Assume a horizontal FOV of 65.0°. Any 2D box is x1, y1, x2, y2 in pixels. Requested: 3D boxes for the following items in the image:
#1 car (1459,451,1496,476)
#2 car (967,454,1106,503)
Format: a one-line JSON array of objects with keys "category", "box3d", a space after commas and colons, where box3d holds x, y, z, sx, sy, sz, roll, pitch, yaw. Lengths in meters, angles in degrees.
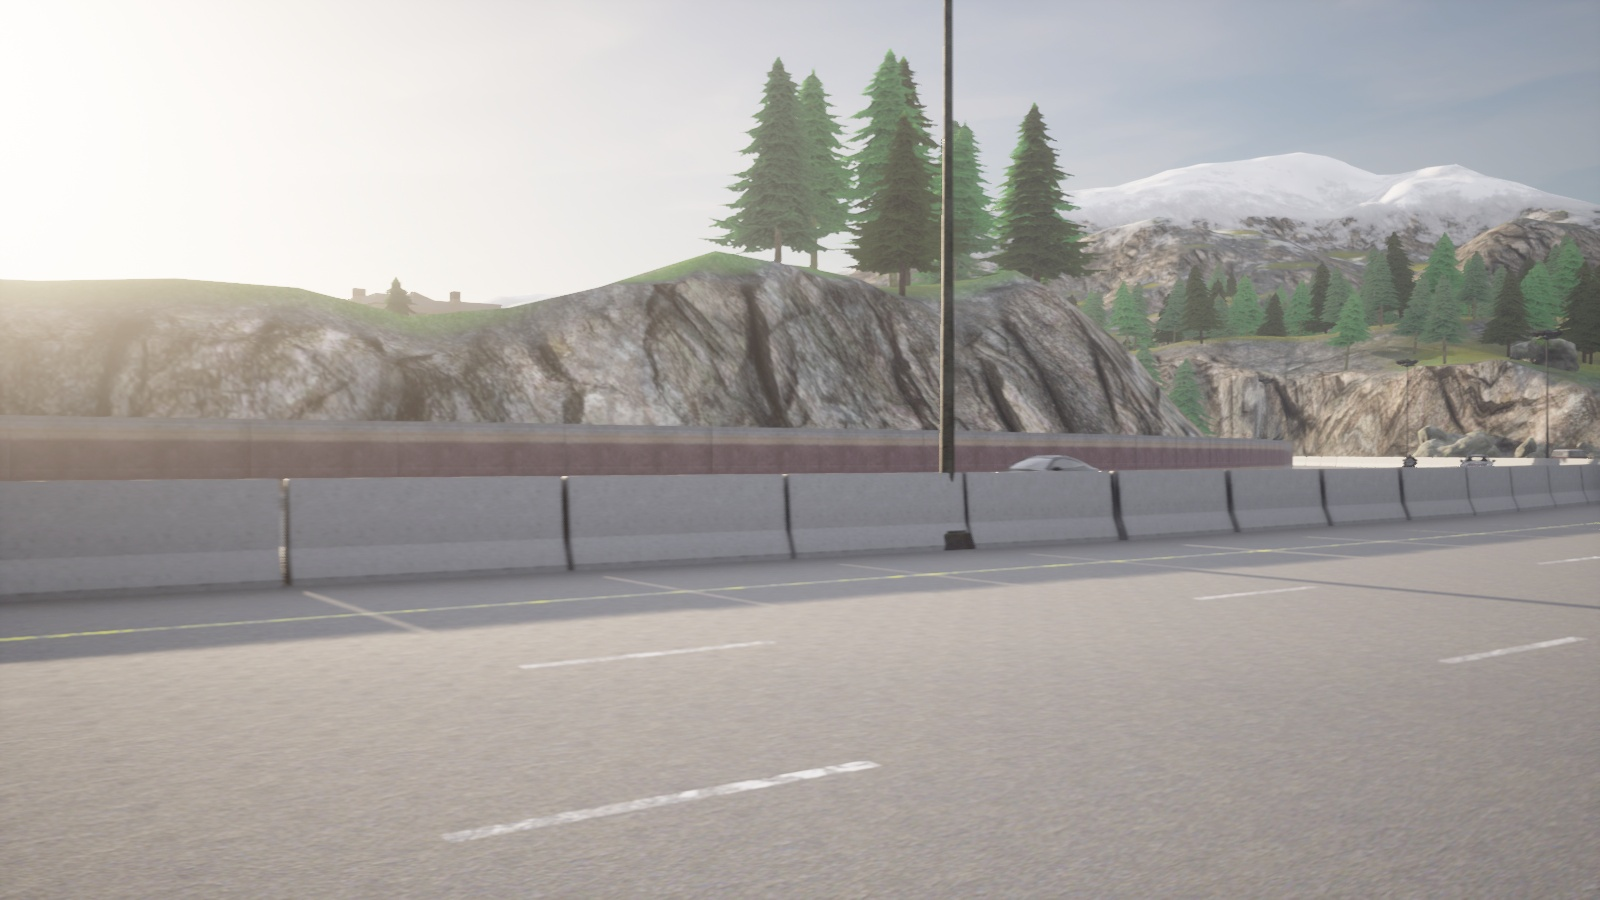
[{"category": "car", "box3d": [41.800, 0.812, 77.559, 1.970, 1.475, 3.806, 0, 0, 27]}, {"category": "car", "box3d": [7.538, 0.852, 39.703, 4.674, 1.442, 1.812, 0, 0, -41]}]
